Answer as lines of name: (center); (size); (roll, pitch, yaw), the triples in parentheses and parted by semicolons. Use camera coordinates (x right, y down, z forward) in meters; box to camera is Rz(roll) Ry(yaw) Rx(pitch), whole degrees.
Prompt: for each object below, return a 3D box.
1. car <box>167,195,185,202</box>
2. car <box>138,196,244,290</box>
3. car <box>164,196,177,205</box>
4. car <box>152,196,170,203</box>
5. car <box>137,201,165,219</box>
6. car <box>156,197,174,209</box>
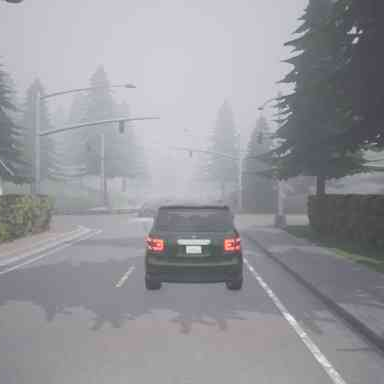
car: (-3.625, 1.524, 74.147); (1.812, 1.442, 4.674); (0, 0, -35)
car: (0.052, 1.221, 9.197); (2.150, 2.045, 5.566); (0, 0, 0)
car: (-3.738, 1.489, 58.589); (2.128, 1.511, 4.902); (0, 0, -2)
car: (-6.754, 1.594, 72.515); (1.895, 1.301, 4.718); (0, 0, -35)
car: (-3.635, 1.555, 29.856); (1.994, 1.385, 4.181); (0, 0, 0)
car: (-3.652, 1.492, 46.005); (2.128, 1.511, 4.902); (0, 0, 0)
